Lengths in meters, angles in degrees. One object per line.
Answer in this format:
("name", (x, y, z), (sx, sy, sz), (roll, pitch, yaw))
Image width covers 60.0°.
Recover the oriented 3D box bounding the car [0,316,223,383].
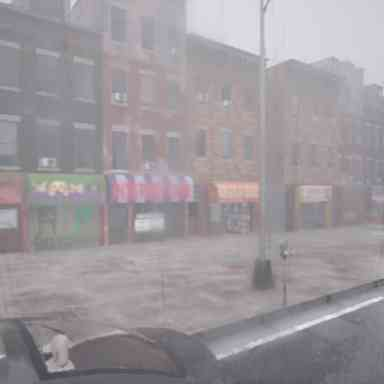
("car", (-1.707, 1.545, 1.607), (4.403, 1.369, 2.008), (1, -1, -35))
